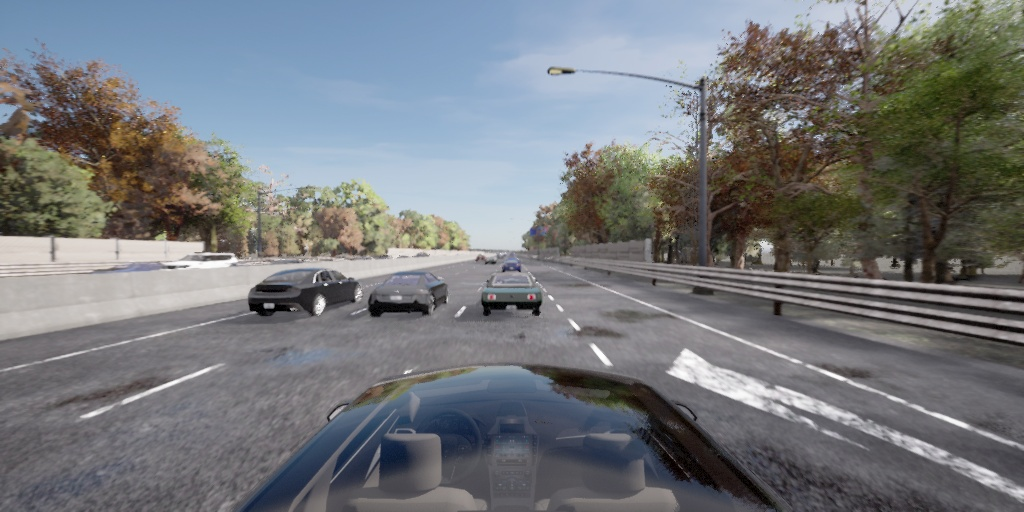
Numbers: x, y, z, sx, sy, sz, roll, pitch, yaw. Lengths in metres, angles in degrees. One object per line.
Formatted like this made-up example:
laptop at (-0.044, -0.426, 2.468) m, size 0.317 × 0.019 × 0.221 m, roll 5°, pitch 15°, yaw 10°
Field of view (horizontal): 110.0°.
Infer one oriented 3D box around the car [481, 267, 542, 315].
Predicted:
car at (-0.009, 1.249, 13.029) m, size 1.895 × 1.301 × 4.718 m, roll 0°, pitch 1°, yaw 0°

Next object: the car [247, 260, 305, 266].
car at (-17.596, 1.049, 27.736) m, size 1.837 × 1.490 × 4.892 m, roll 0°, pitch 0°, yaw 0°

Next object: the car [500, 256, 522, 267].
car at (-0.014, 0.965, 36.219) m, size 1.812 × 1.442 × 4.674 m, roll 0°, pitch 1°, yaw 0°

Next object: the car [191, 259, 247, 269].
car at (-21.099, 1.155, 27.152) m, size 1.895 × 1.301 × 4.718 m, roll 0°, pitch 1°, yaw 0°

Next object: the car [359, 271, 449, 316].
car at (-3.510, 1.219, 12.853) m, size 1.994 × 1.385 × 4.181 m, roll 0°, pitch 1°, yaw 0°

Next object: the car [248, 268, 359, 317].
car at (-7.009, 1.168, 12.762) m, size 1.837 × 1.490 × 4.892 m, roll 0°, pitch 1°, yaw 0°

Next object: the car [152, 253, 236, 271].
car at (-24.590, 0.771, 28.554) m, size 2.150 × 2.045 × 5.566 m, roll 0°, pitch 0°, yaw 0°

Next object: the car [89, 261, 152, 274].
car at (-28.093, 1.114, 27.015) m, size 2.033 × 1.411 × 5.357 m, roll 0°, pitch 0°, yaw 0°

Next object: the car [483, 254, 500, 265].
car at (-3.526, 0.813, 62.082) m, size 1.895 × 1.301 × 4.718 m, roll 0°, pitch 1°, yaw 0°
